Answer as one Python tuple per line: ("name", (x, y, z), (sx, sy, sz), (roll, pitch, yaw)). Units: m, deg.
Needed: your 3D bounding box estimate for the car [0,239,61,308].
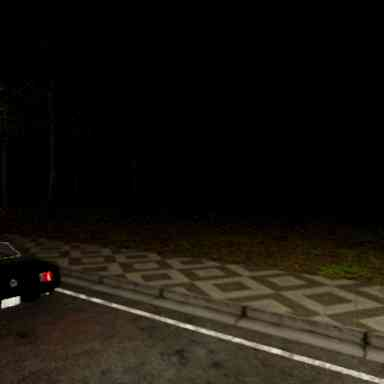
("car", (-4.960, 1.647, 7.098), (4.718, 1.301, 1.895), (0, 0, 35))
